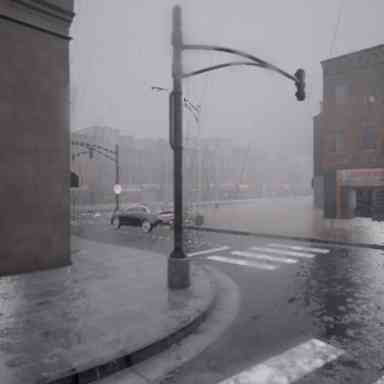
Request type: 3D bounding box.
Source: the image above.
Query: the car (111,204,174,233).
[{"bbox_3d":[-2.826,1.426,19.336,4.902,1.511,2.128,0,0,44],"label":"car"}]
